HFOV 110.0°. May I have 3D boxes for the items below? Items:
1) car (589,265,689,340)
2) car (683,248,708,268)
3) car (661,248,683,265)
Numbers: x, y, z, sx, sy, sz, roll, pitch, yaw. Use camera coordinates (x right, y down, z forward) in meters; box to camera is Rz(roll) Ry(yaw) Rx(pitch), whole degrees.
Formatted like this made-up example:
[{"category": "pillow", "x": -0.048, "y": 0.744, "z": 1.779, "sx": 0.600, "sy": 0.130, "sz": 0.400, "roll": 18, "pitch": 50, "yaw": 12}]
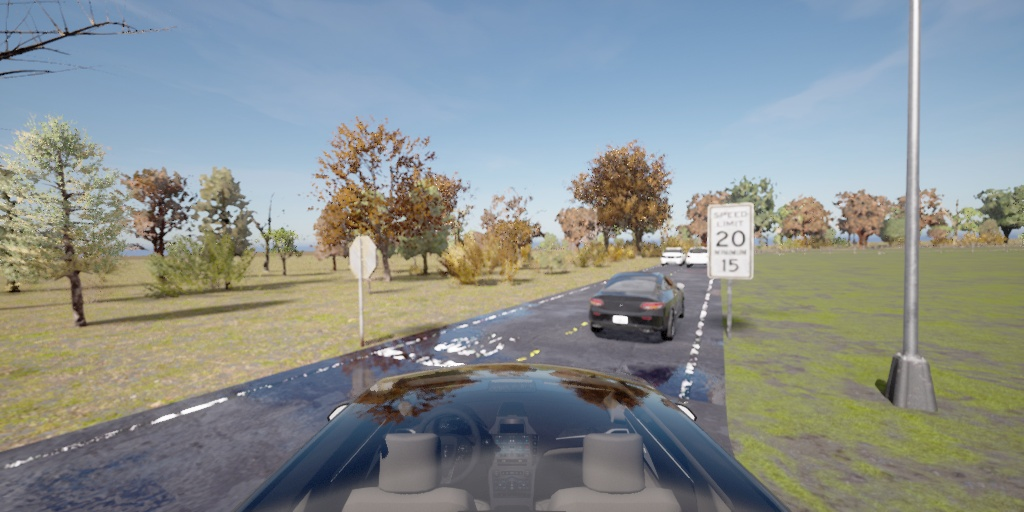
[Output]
[{"category": "car", "x": 3.422, "y": 1.123, "z": 9.505, "sx": 1.812, "sy": 1.442, "sz": 4.674, "roll": 0, "pitch": 1, "yaw": 30}, {"category": "car", "x": 19.280, "y": 0.151, "z": 36.841, "sx": 2.150, "sy": 2.045, "sz": 5.566, "roll": 0, "pitch": 1, "yaw": 30}, {"category": "car", "x": 18.631, "y": 0.067, "z": 41.322, "sx": 2.150, "sy": 2.045, "sz": 5.566, "roll": 0, "pitch": 1, "yaw": 30}]
